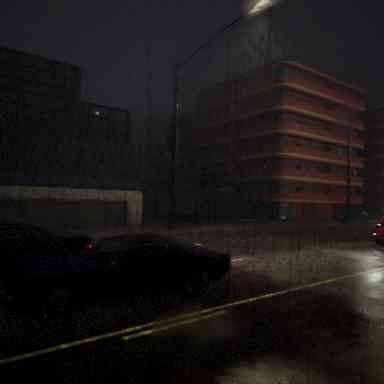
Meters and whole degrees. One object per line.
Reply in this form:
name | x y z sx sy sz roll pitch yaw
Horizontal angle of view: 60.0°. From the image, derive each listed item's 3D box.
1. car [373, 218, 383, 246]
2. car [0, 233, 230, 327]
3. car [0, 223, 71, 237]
car | 11.043 1.604 16.066 5.566 2.045 2.150 3 -2 -35
car | -1.519 1.627 7.156 4.718 1.301 1.895 1 0 -35
car | -5.321 1.554 8.757 5.357 1.411 2.033 1 0 -35
